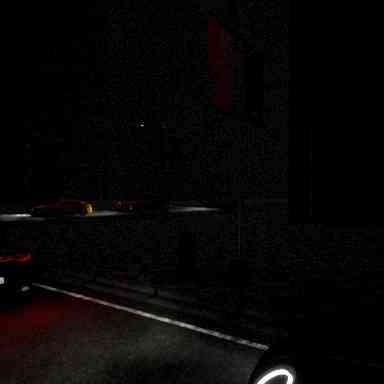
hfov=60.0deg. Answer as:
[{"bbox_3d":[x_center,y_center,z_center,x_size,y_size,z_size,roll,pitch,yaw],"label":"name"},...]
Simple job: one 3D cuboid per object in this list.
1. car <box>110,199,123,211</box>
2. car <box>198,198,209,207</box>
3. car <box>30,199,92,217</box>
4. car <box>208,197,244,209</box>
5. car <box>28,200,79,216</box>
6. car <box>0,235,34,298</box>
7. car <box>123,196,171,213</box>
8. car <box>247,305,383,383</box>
[{"bbox_3d":[-7.186,1.284,38.763,4.553,1.767,2.097,0,0,-42],"label":"car"},{"bbox_3d":[2.946,1.470,47.738,4.674,1.442,1.812,0,0,-42],"label":"car"},{"bbox_3d":[-11.708,1.418,30.406,5.008,1.535,1.882,0,0,-43],"label":"car"},{"bbox_3d":[4.861,1.557,45.096,4.718,1.301,1.895,0,0,-41],"label":"car"},{"bbox_3d":[-13.700,1.490,32.990,4.181,1.385,1.994,0,0,-42],"label":"car"},{"bbox_3d":[-5.609,1.476,7.399,5.008,1.535,1.882,0,0,33],"label":"car"},{"bbox_3d":[-4.601,1.437,36.715,4.902,1.511,2.128,0,0,-42],"label":"car"},{"bbox_3d":[2.522,1.352,1.852,4.553,1.767,2.097,0,0,35],"label":"car"}]
